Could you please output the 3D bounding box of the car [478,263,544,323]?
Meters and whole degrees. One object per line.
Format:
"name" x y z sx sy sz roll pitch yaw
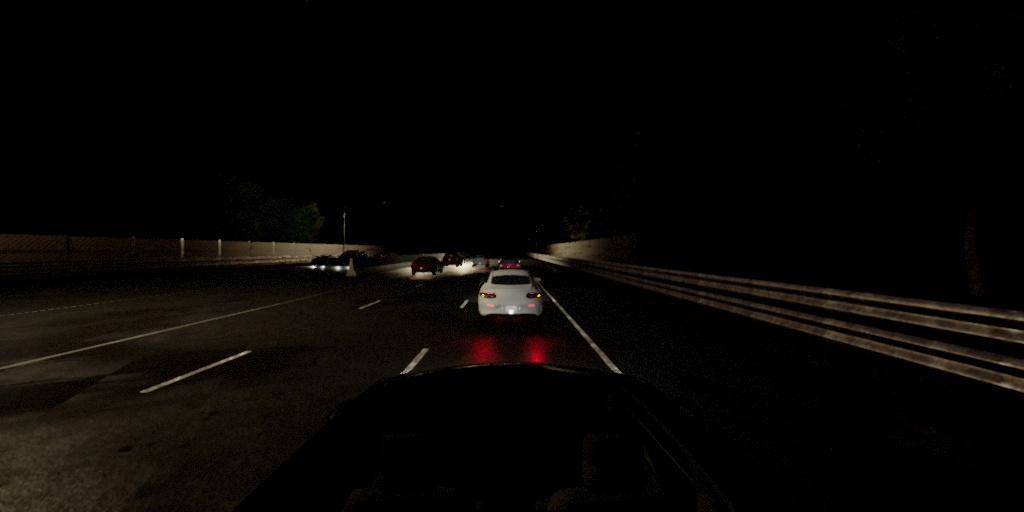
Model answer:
"car" -0.044 1.119 11.345 1.812 1.442 4.674 0 1 -1

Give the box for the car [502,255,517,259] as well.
"car" -0.227 0.858 29.925 1.994 1.385 4.181 0 1 -1

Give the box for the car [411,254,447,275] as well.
"car" -7.129 0.762 30.547 1.882 1.535 5.008 0 1 -1

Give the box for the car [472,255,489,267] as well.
"car" -3.805 0.580 44.727 1.812 1.442 4.674 0 1 -1

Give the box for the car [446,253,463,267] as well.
"car" -7.296 0.418 44.013 2.097 1.767 4.553 0 1 -1

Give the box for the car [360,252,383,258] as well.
"car" -17.952 0.576 47.464 1.994 1.385 4.181 0 1 0

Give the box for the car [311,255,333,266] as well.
"car" -24.955 0.570 47.902 1.994 1.385 4.181 0 1 -1

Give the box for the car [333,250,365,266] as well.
"car" -21.452 0.211 48.422 2.150 2.045 5.566 0 1 -1

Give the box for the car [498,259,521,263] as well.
"car" -0.121 1.038 21.016 1.895 1.301 4.718 0 1 -1
